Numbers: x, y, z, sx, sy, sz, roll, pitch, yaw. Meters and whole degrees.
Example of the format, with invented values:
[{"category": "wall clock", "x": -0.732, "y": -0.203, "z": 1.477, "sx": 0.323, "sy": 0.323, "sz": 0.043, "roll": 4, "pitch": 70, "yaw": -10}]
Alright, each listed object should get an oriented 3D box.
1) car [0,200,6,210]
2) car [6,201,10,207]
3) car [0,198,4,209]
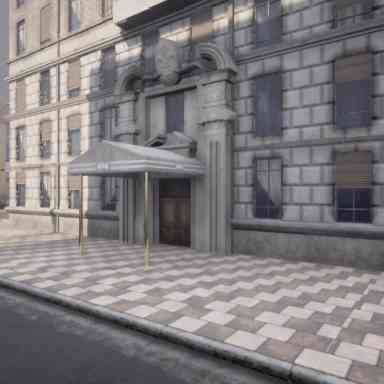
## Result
[{"category": "car", "x": -18.763, "y": 1.477, "z": 27.673, "sx": 1.882, "sy": 1.535, "sz": 5.008, "roll": 0, "pitch": 0, "yaw": 35}, {"category": "car", "x": -24.060, "y": 1.601, "z": 40.470, "sx": 1.895, "sy": 1.301, "sz": 4.718, "roll": 0, "pitch": 0, "yaw": 35}, {"category": "car", "x": -26.934, "y": 1.526, "z": 42.466, "sx": 1.812, "sy": 1.442, "sz": 4.674, "roll": 0, "pitch": 0, "yaw": 35}]
